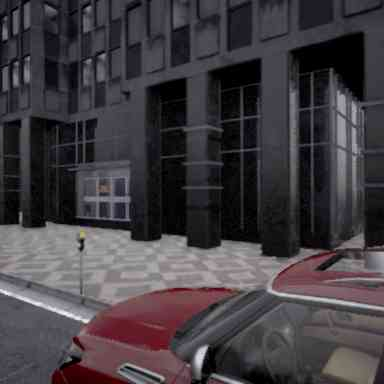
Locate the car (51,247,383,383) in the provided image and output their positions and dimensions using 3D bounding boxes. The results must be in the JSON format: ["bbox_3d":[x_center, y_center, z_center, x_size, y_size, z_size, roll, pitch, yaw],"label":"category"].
[{"bbox_3d":[1.247,1.315,2.078,5.009,1.841,2.192,0,0,36],"label":"car"}]
